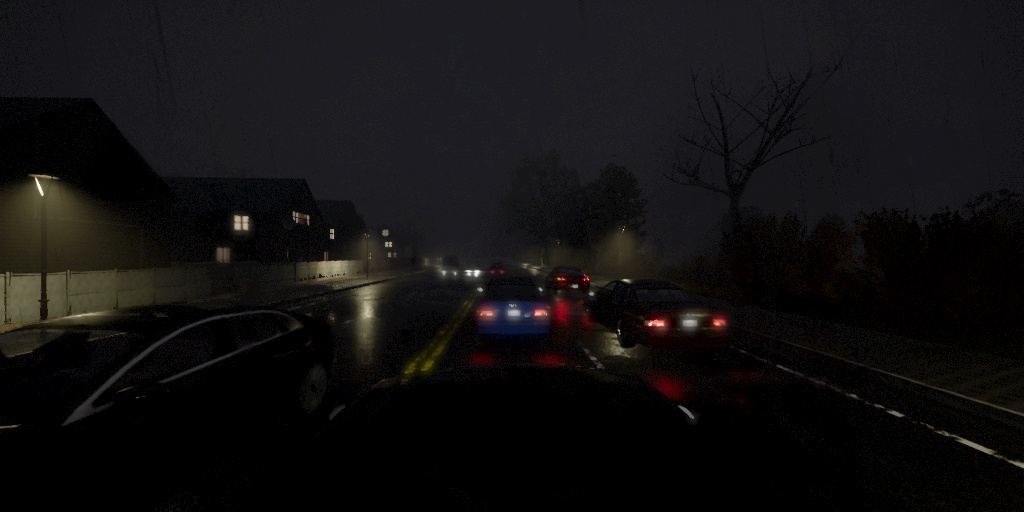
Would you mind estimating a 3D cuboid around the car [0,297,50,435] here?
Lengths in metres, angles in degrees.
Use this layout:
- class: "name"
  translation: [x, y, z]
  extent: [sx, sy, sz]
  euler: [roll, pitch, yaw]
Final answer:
- class: "car"
  translation: [-6.630, 1.255, 1.990]
  extent: [1.837, 1.490, 4.892]
  euler: [0, 0, 0]

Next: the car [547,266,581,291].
- class: "car"
  translation: [2.953, 1.279, 19.529]
  extent: [1.812, 1.442, 4.674]
  euler: [0, 0, -2]

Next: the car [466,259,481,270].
- class: "car"
  translation: [-5.572, 1.224, 52.033]
  extent: [2.128, 1.511, 4.902]
  euler: [0, 0, -3]

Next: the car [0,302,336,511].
- class: "car"
  translation: [-3.385, 1.242, 3.113]
  extent: [2.128, 1.511, 4.902]
  euler: [0, 0, 0]

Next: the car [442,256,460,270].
- class: "car"
  translation: [-8.832, 0.948, 52.151]
  extent: [2.150, 2.045, 5.566]
  euler: [0, 0, -4]

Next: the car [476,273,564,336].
- class: "car"
  translation: [-0.016, 1.299, 10.352]
  extent: [2.033, 1.411, 5.357]
  euler: [0, 0, -1]

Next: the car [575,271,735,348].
- class: "car"
  translation: [3.241, 1.300, 9.190]
  extent: [2.033, 1.411, 5.357]
  euler: [0, 0, -2]

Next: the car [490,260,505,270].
- class: "car"
  translation: [-2.188, 1.261, 51.724]
  extent: [1.812, 1.442, 4.674]
  euler: [0, 0, -3]
